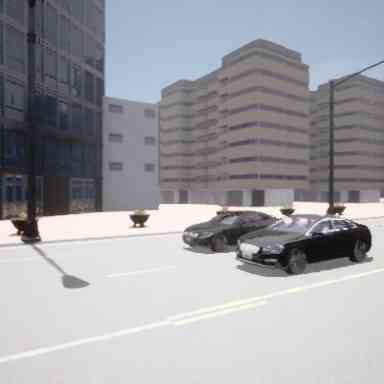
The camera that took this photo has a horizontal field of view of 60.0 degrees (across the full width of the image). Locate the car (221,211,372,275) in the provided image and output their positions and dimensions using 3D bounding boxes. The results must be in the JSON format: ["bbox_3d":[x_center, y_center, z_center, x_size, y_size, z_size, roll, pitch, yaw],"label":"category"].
[{"bbox_3d":[3.573,1.456,10.327,4.902,1.511,2.128,0,0,-32],"label":"car"}]

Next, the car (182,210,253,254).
[{"bbox_3d":[1.846,1.472,13.376,4.674,1.442,1.812,0,0,-32],"label":"car"}]
